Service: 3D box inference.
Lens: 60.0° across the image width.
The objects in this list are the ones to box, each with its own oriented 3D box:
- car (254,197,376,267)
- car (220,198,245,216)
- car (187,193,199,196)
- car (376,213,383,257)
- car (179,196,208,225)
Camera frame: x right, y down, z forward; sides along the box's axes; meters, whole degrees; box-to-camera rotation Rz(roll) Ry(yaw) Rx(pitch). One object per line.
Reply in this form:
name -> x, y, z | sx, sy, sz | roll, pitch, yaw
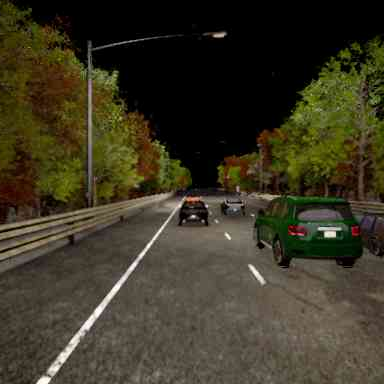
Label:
car -> 3.599, 1.175, 11.346 | 2.150, 2.045, 5.566 | 0, 0, 0
car -> 3.599, 1.242, 29.965 | 2.128, 1.511, 4.902 | 0, 1, 0
car -> 0.099, 0.961, 41.486 | 2.097, 1.767, 4.553 | 0, 1, 0
car -> 7.098, 1.492, 12.639 | 2.033, 1.411, 5.357 | 0, 1, 0
car -> 0.100, 1.316, 22.810 | 1.882, 1.535, 5.008 | 0, 1, 0
